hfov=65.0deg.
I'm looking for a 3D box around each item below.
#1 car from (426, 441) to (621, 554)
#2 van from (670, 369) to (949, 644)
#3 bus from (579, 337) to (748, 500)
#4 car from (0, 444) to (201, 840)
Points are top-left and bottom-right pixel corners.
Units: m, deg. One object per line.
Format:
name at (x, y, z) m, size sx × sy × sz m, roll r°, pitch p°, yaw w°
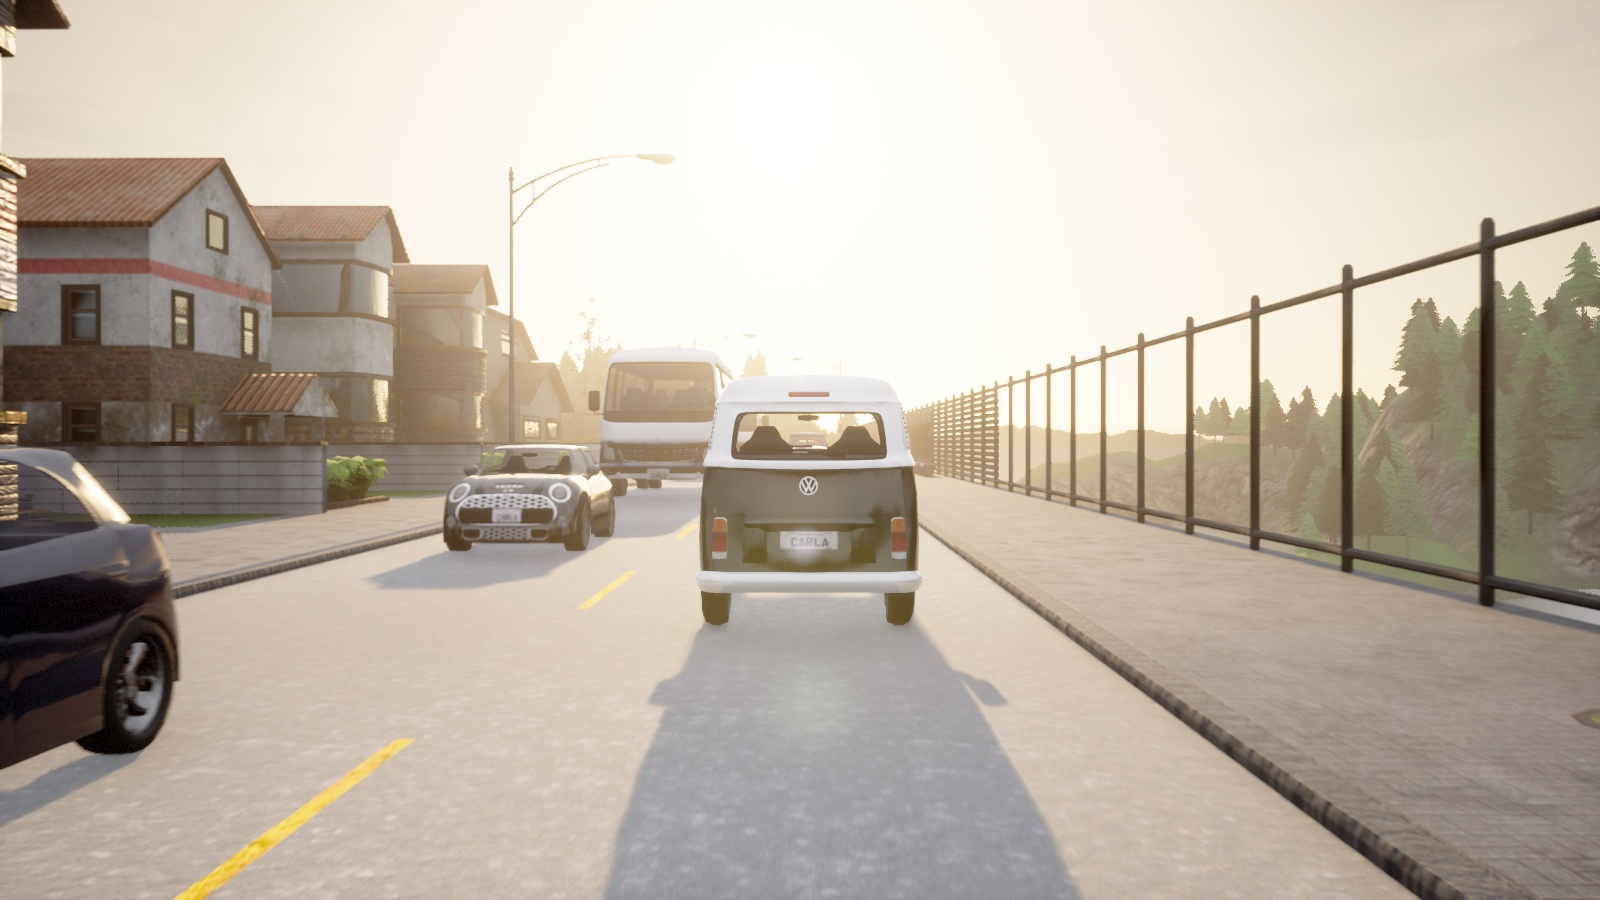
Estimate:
car at (-3.882, 0.606, 18.297) m, size 1.970 × 1.475 × 3.806 m, roll 0°, pitch 0°, yaw 0°
van at (0.081, 0.405, 11.558) m, size 2.069 × 2.038 × 4.480 m, roll 0°, pitch 0°, yaw 0°
bus at (-3.769, -0.846, 37.823) m, size 3.944 × 4.253 × 10.273 m, roll 0°, pitch 0°, yaw 0°
car at (-3.959, 0.732, 4.534) m, size 1.845 × 1.501 × 3.633 m, roll 0°, pitch 0°, yaw 0°
